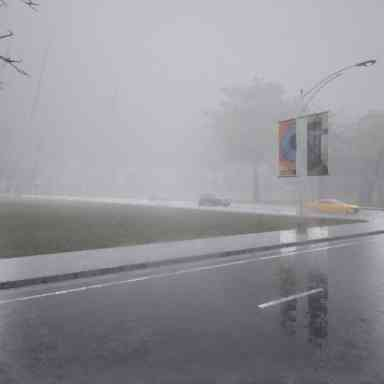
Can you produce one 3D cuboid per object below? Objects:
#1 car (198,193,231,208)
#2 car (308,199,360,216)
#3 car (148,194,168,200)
[{"bbox_3d":[3.203,1.165,48.194,2.150,2.045,5.566,0,0,-36],"label":"car"},{"bbox_3d":[14.103,1.483,33.261,1.882,1.535,5.008,0,0,-36],"label":"car"},{"bbox_3d":[-6.283,1.037,61.335,1.882,1.535,5.008,0,0,-36],"label":"car"}]
